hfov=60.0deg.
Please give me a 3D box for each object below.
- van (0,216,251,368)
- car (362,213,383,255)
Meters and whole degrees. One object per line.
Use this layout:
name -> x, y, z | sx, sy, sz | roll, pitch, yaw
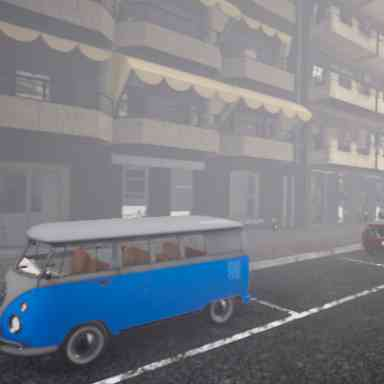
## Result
van -> -0.850, 1.338, 5.465 | 3.998, 1.788, 1.690 | 0, 2, -36
car -> 8.151, 1.302, 11.893 | 5.009, 1.841, 2.192 | 0, 1, -36
